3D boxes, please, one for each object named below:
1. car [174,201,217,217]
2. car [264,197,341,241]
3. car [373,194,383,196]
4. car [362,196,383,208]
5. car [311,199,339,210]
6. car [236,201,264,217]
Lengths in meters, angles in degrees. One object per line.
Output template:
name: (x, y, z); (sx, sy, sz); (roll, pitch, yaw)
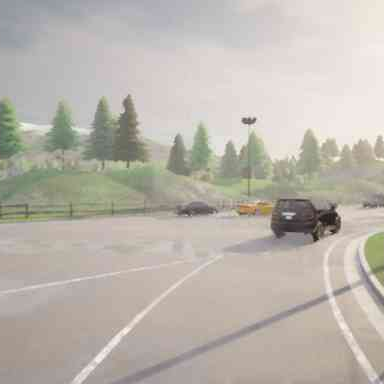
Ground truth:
car: (0.383, 1.609, 31.927); (4.674, 1.442, 1.812); (0, 0, -40)
car: (6.063, 1.279, 17.408); (2.150, 2.045, 5.566); (-1, -1, 37)
car: (35.266, 1.458, 61.582); (5.566, 2.045, 2.150); (0, 0, -40)
car: (27.915, 1.736, 50.674); (5.357, 1.411, 2.033); (0, 0, -40)
car: (19.065, 1.726, 47.761); (4.181, 1.385, 1.994); (0, 0, -40)
car: (6.490, 1.575, 32.514); (5.008, 1.535, 1.882); (0, 0, -40)
